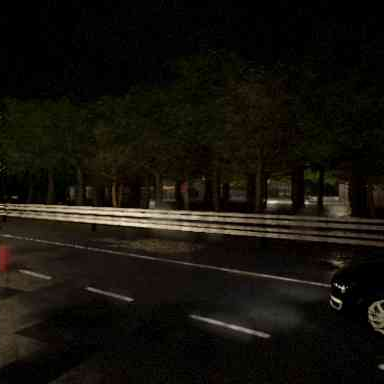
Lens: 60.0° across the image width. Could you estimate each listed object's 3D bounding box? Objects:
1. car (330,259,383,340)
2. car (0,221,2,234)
[{"bbox_3d":[4.644,1.506,4.856,4.892,1.490,1.837,0,0,35],"label":"car"},{"bbox_3d":[-10.900,1.536,15.962,4.674,1.442,1.812,0,0,36],"label":"car"}]
